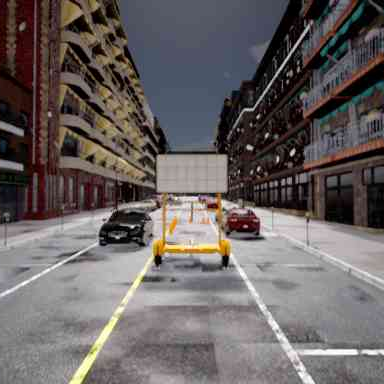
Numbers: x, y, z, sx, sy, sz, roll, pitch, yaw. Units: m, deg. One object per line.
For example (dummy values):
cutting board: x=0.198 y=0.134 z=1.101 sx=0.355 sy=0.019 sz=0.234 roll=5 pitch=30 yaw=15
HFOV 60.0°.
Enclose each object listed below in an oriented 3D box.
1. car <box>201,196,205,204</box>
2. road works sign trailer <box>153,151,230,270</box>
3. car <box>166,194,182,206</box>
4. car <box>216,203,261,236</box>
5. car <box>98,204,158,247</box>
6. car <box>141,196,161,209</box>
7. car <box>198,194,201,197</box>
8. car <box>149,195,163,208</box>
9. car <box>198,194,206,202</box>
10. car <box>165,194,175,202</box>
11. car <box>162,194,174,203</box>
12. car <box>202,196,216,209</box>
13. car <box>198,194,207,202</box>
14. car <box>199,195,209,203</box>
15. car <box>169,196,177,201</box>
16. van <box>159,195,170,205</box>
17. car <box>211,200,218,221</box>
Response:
car: x=2.629 y=1.584 z=46.006 sx=2.008 sy=1.369 sz=4.403 roll=1 pitch=0 yaw=0
road works sign trailer: x=0.000 y=0.462 z=11.041 sx=2.380 sy=3.560 sz=2.880 roll=0 pitch=0 yaw=0
car: x=-2.780 y=1.543 z=55.609 sx=2.128 sy=1.511 sz=4.902 roll=0 pitch=0 yaw=0
car: x=2.602 y=1.544 z=18.352 sx=1.887 sy=1.381 sz=4.507 roll=1 pitch=0 yaw=0
car: x=-2.835 y=1.502 z=15.118 sx=1.837 sy=1.490 sz=4.892 roll=0 pitch=0 yaw=0
car: x=-5.256 y=1.549 z=40.376 sx=1.752 sy=1.417 sz=4.829 roll=2 pitch=0 yaw=0
car: x=2.651 y=1.631 z=68.128 sx=1.887 sy=1.381 sz=4.507 roll=1 pitch=0 yaw=0
car: x=-5.245 y=1.348 z=46.078 sx=2.192 sy=1.841 sz=5.009 roll=2 pitch=0 yaw=0
car: x=2.646 y=1.615 z=62.598 sx=1.887 sy=1.381 sz=4.507 roll=1 pitch=0 yaw=0
car: x=-5.212 y=1.438 z=79.259 sx=2.192 sy=1.841 sz=5.009 roll=1 pitch=0 yaw=0
car: x=-5.218 y=1.420 z=73.729 sx=2.192 sy=1.841 sz=5.009 roll=1 pitch=0 yaw=0
car: x=2.624 y=1.569 z=40.474 sx=1.887 sy=1.381 sz=4.507 roll=1 pitch=0 yaw=0
car: x=2.639 y=1.458 z=84.722 sx=2.192 sy=1.841 sz=5.009 roll=1 pitch=0 yaw=0
car: x=2.667 y=1.544 z=73.660 sx=1.967 sy=1.590 sz=4.097 roll=1 pitch=0 yaw=0
car: x=-5.208 y=1.731 z=90.321 sx=1.947 sy=1.339 sz=4.313 roll=1 pitch=0 yaw=0
van: x=-5.230 y=1.412 z=62.668 sx=1.690 sy=1.788 sz=3.998 roll=1 pitch=0 yaw=0
car: x=2.608 y=1.528 z=24.054 sx=1.752 sy=1.417 sz=4.829 roll=1 pitch=0 yaw=0
